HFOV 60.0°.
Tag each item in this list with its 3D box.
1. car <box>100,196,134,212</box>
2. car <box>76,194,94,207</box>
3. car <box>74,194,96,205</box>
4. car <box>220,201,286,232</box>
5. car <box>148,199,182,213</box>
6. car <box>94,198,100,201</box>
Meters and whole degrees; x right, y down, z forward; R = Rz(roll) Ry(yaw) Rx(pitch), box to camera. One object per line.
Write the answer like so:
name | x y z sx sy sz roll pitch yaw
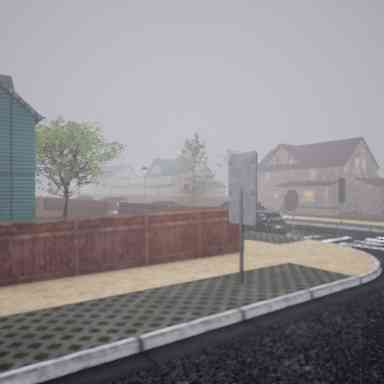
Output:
car | -7.779 1.233 35.677 2.097 1.767 4.553 0 0 -36
car | -14.260 1.339 44.799 1.837 1.490 4.892 0 1 -35
car | -17.354 1.153 53.908 2.097 1.767 4.553 0 0 -36
car | 3.415 1.319 20.046 2.097 1.767 4.553 0 0 -36
car | -2.012 1.401 27.623 1.882 1.535 5.008 0 0 -36
car | -11.242 1.314 45.459 1.882 1.535 5.008 0 0 -35
